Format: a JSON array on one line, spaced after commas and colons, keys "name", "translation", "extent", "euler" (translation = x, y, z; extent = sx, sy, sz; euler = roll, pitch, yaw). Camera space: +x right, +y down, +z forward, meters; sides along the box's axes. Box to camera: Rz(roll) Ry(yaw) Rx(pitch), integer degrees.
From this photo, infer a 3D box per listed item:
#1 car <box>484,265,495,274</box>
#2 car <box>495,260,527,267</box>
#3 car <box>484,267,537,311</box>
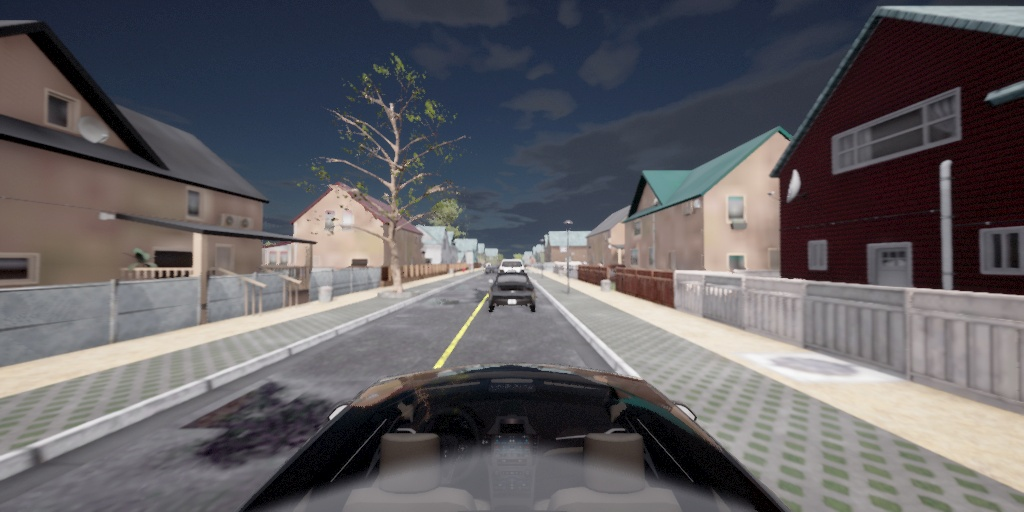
[{"name": "car", "translation": [-2.759, 1.962, 50.418], "extent": [1.994, 1.385, 4.181], "euler": [0, -1, 1]}, {"name": "car", "translation": [0.012, 1.305, 29.437], "extent": [2.150, 2.045, 5.566], "euler": [0, 0, 0]}, {"name": "car", "translation": [0.019, 1.409, 15.345], "extent": [1.837, 1.490, 4.892], "euler": [0, 0, 0]}]
